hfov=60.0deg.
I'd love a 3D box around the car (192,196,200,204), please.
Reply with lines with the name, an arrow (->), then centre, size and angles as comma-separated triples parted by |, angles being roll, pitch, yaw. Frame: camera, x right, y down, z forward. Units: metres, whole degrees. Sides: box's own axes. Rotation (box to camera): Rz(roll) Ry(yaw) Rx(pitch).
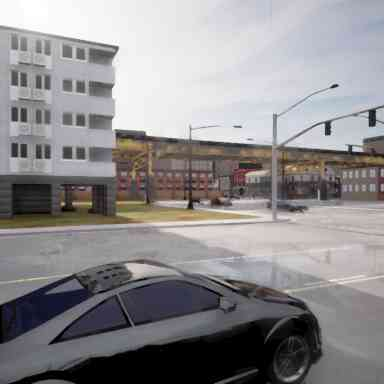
car -> 0.656, 1.547, 66.186 | 2.033, 1.411, 5.357 | 0, 0, 4

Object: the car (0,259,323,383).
car -> -0.414, 1.564, 4.030 | 4.181, 1.385, 1.994 | 0, 0, -30

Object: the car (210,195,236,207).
car -> 4.434, 1.525, 51.213 | 1.812, 1.442, 4.674 | 0, 0, -24

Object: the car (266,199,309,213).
car -> 10.721, 1.547, 37.857 | 2.033, 1.411, 5.357 | 0, 0, -25
